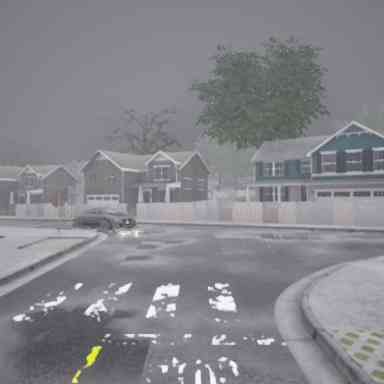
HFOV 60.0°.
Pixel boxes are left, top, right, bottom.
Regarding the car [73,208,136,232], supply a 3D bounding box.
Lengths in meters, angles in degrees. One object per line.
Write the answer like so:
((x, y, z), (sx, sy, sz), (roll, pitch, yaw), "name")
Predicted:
((-5.485, 1.666, 20.769), (4.181, 1.385, 1.994), (-2, -2, 33), "car")
